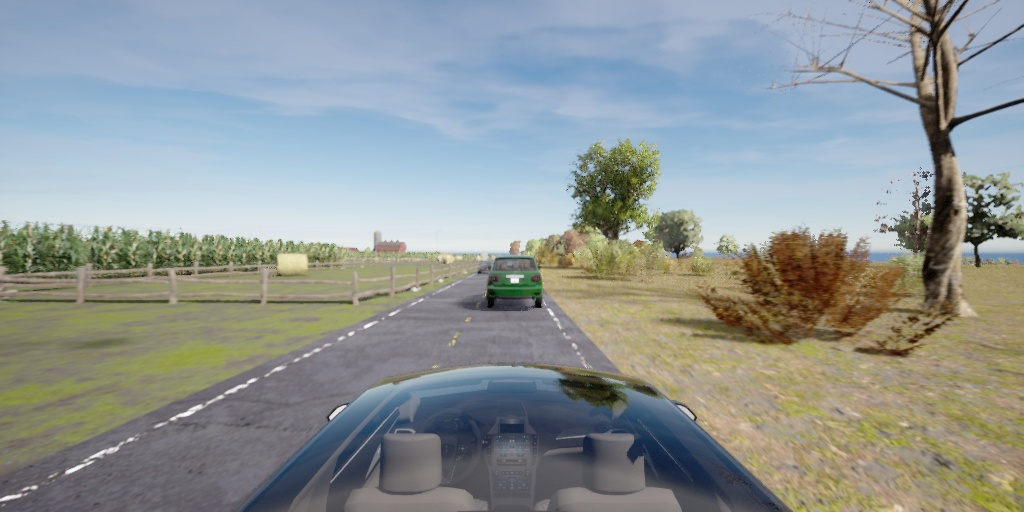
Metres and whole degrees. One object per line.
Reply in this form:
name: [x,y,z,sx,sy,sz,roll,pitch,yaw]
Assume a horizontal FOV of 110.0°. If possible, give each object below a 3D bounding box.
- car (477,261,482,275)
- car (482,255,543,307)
car: [-2.834,1.293,40.530,1.837,1.490,4.892,0,-1,0]
car: [0.101,0.976,15.534,2.150,2.045,5.566,0,0,0]
